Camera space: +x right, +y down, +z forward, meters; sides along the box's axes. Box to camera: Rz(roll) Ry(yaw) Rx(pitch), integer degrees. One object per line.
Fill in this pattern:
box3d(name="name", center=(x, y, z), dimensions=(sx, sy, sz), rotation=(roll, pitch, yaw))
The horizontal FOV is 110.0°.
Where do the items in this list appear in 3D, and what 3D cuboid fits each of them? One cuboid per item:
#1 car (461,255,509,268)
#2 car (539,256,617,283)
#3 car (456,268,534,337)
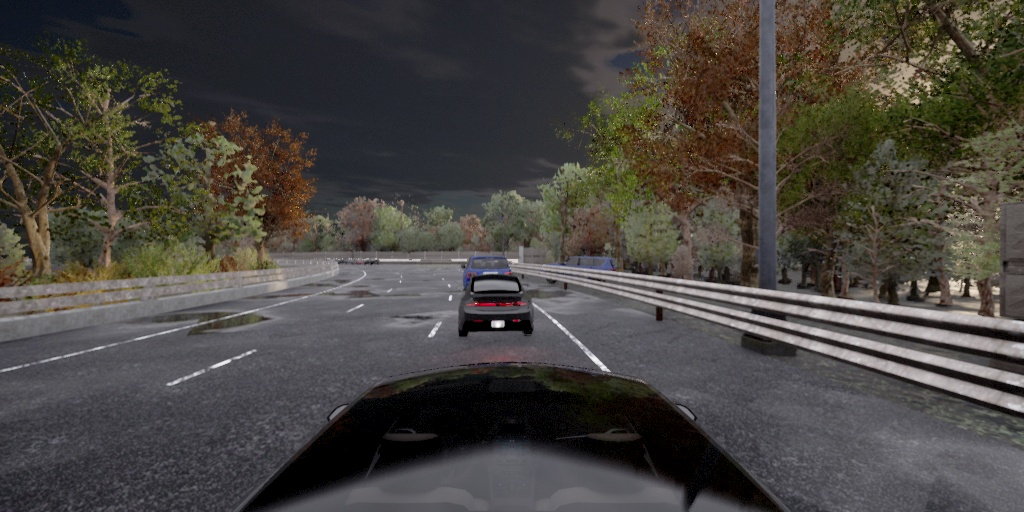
box3d(name="car", center=(-1.313, 0.988, 17.843), dimensions=(2.150, 2.045, 5.566), rotation=(0, 0, -9))
box3d(name="car", center=(4.812, 1.020, 26.186), dimensions=(5.566, 2.045, 2.150), rotation=(3, 1, 15))
box3d(name="car", center=(-0.534, 1.264, 10.362), dimensions=(1.837, 1.490, 4.892), rotation=(0, 0, -5))
